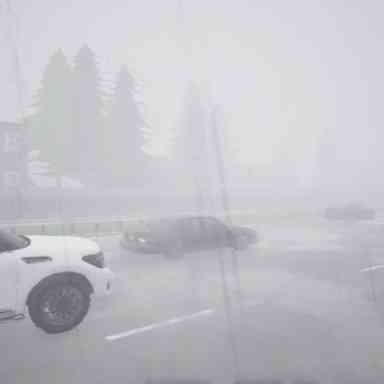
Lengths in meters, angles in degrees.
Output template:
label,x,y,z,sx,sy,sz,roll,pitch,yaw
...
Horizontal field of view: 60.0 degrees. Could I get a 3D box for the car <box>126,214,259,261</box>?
label,x,y,z,sx,sy,sz,roll,pitch,yaw
car,0.039,1.550,12.373,5.357,1.411,2.033,0,0,-36

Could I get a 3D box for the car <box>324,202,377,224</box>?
label,x,y,z,sx,sy,sz,roll,pitch,yaw
car,12.099,1.486,25.275,5.008,1.535,1.882,0,0,-36

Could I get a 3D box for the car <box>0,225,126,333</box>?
label,x,y,z,sx,sy,sz,roll,pitch,yaw
car,-4.093,1.221,5.125,5.566,2.045,2.150,0,0,-36
